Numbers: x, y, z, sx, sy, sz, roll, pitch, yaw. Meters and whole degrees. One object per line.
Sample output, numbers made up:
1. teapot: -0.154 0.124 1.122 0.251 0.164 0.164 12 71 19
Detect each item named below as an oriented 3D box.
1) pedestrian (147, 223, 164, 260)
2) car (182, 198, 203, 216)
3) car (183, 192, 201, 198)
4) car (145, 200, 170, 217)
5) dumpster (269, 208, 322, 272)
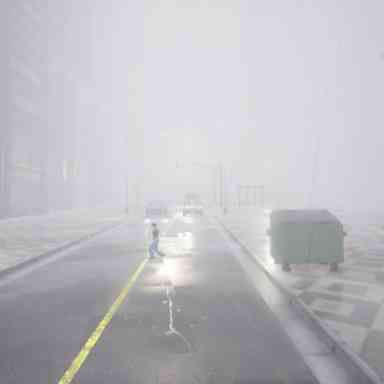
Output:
1. pedestrian: -1.171 1.561 10.881 0.375 1.300 0.375 1 -1 -10
2. car: 0.084 1.567 31.809 1.895 1.301 4.718 0 0 0
3. car: -0.006 1.167 42.933 2.150 2.045 5.566 0 0 0
4. car: -3.085 1.445 30.546 1.882 1.535 5.008 0 0 0
5. dumpster: 3.121 1.385 10.282 1.020 1.700 1.940 -1 -1 0
